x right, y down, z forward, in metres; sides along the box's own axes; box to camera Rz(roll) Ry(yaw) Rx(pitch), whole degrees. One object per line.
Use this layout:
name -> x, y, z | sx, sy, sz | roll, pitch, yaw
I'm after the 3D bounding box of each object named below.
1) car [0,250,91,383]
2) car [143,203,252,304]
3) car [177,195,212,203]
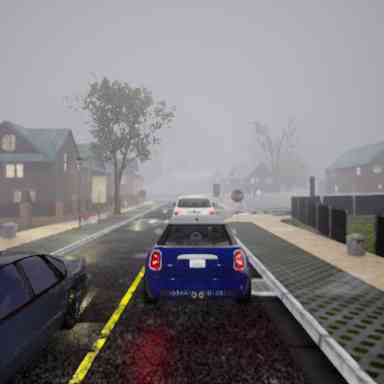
car -> -2.846, 1.537, 4.147 | 2.033, 1.411, 5.357 | 0, 0, 0
car -> 0.104, 1.332, 8.269 | 2.097, 1.767, 4.553 | 0, 0, 0
car -> 0.106, 1.175, 18.148 | 2.150, 2.045, 5.566 | 0, 0, 0
